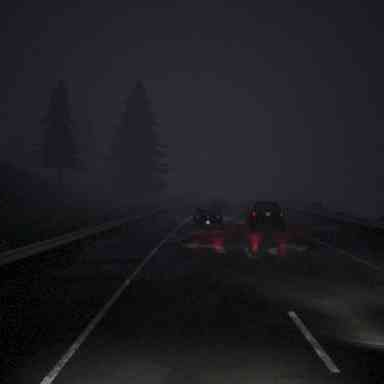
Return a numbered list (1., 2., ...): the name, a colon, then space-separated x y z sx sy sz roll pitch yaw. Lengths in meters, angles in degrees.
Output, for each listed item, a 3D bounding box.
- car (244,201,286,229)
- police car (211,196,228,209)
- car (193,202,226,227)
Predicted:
1. car: 4.577 1.324 21.421 2.097 1.767 4.553 0 0 4
2. police car: 3.359 1.367 41.136 1.930 1.638 5.238 0 0 8
3. car: 1.148 1.568 22.553 1.895 1.301 4.718 0 0 5
